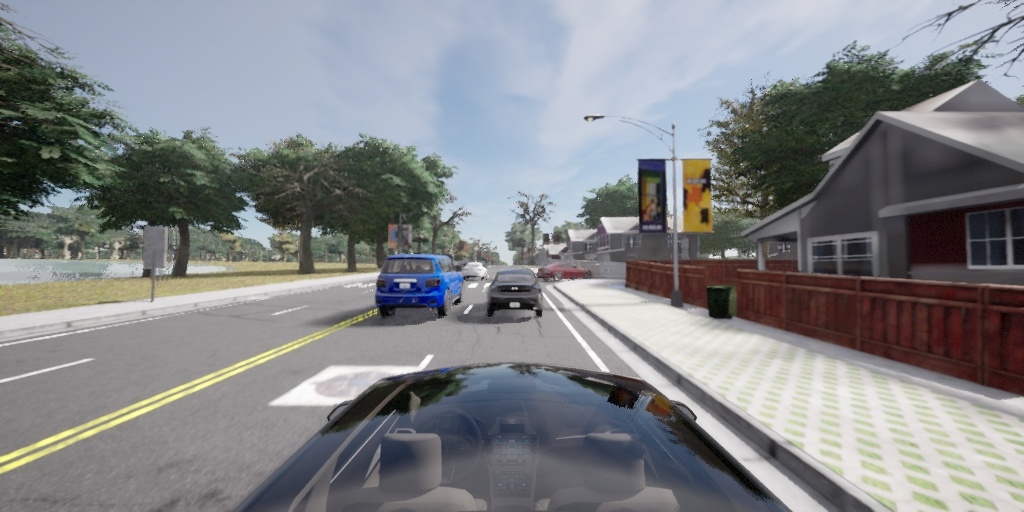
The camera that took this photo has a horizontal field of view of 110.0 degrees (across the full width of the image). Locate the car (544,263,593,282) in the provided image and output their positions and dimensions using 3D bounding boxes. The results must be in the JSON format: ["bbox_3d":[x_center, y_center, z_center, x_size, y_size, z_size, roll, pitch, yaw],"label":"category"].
[{"bbox_3d":[4.203,1.255,28.295,4.674,1.442,1.812,1,-3,-28],"label":"car"}]

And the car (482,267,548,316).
[{"bbox_3d":[0.095,1.247,13.330,1.837,1.490,4.892,0,0,0],"label":"car"}]

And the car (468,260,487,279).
[{"bbox_3d":[-3.148,1.321,30.690,1.812,1.442,4.674,0,-2,0],"label":"car"}]

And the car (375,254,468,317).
[{"bbox_3d":[-3.152,0.965,13.244,2.150,2.045,5.566,0,0,0],"label":"car"}]

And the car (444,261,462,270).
[{"bbox_3d":[-9.780,1.544,59.814,2.033,1.411,5.357,0,0,1],"label":"car"}]
